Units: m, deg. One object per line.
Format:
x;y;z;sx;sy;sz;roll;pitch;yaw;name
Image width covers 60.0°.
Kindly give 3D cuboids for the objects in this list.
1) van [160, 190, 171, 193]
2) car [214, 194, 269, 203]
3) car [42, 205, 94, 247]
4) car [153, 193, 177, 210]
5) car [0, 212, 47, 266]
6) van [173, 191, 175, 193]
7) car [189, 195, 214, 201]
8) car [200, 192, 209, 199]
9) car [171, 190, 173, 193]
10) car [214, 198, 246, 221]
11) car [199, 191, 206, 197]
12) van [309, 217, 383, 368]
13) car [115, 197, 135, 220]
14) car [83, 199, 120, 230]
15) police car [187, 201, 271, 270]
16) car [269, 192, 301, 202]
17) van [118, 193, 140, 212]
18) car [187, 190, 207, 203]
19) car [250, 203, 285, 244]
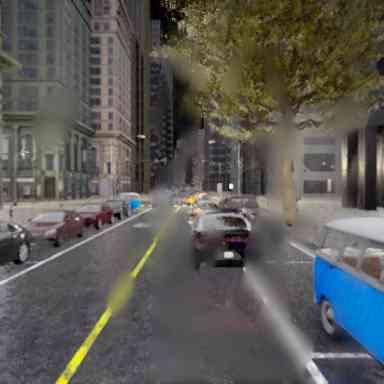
-5.806;0.553;68.183;1.690;1.788;3.998;0;1;0;van
2.752;1.077;19.734;2.192;1.841;5.009;0;1;0;car
-5.770;1.413;13.965;1.802;1.307;4.206;0;1;0;car
-3.050;1.142;35.674;1.994;1.385;4.181;0;1;0;car
-5.768;1.446;8.552;2.008;1.369;4.403;0;1;0;car
-5.809;0.375;84.757;1.690;1.788;3.998;0;1;0;van
0.892;1.205;20.774;1.801;1.575;5.366;0;1;0;car
2.749;0.696;73.695;1.887;1.381;4.507;0;1;0;car
-5.806;0.697;73.711;1.887;1.381;4.507;0;1;0;car
2.751;1.244;25.025;1.887;1.381;4.507;0;1;0;car
2.739;0.498;90.440;1.752;1.417;4.829;0;1;0;car
2.758;1.292;3.868;1.690;1.788;3.998;0;1;0;van
-5.774;1.269;24.791;1.947;1.339;4.313;0;1;0;car
-5.772;1.311;19.378;1.887;1.381;4.507;0;1;0;car
0.896;1.294;10.694;1.930;1.638;5.238;0;1;0;police car
13.032;0.692;47.344;4.902;1.511;2.128;-1;1;1;car
-5.777;0.981;30.201;1.690;1.788;3.998;0;1;0;van
1.316;0.949;44.611;1.882;1.535;5.008;1;1;36;car
2.755;1.375;14.448;2.008;1.369;4.403;0;1;0;car
